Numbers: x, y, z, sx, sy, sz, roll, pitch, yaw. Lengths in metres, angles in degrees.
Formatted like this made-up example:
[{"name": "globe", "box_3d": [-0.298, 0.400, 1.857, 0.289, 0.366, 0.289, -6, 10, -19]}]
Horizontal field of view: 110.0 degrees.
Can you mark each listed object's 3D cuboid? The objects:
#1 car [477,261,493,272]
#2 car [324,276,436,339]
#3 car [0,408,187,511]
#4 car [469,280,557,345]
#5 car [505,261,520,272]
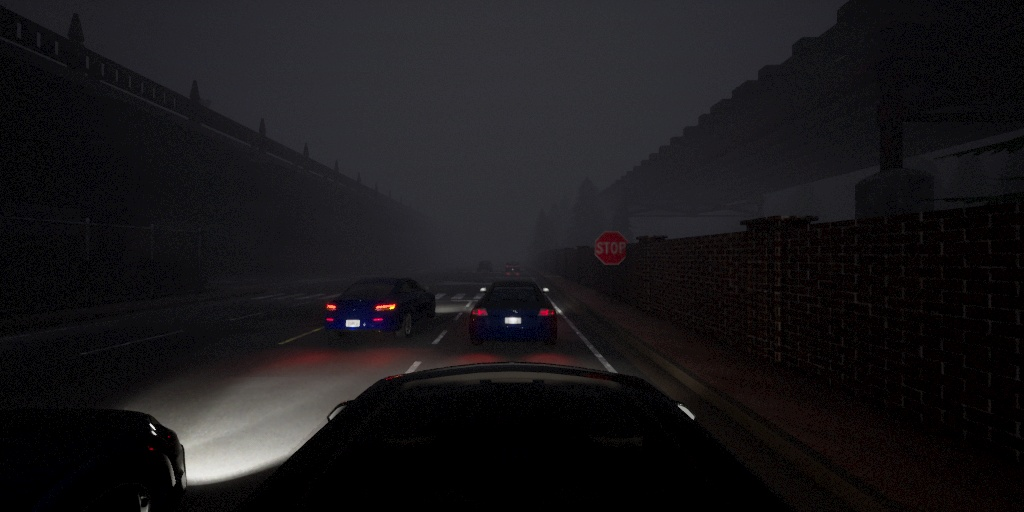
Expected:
[{"name": "car", "box_3d": [-3.430, 1.297, 46.037, 2.033, 1.411, 5.357, 0, 0, -1]}, {"name": "car", "box_3d": [-3.420, 1.276, 9.993, 1.812, 1.442, 4.674, 0, 0, 0]}, {"name": "car", "box_3d": [-3.399, 1.314, 0.897, 1.994, 1.385, 4.181, 0, 0, 0]}, {"name": "car", "box_3d": [0.062, 1.314, 9.473, 1.994, 1.385, 4.181, 0, 0, 1]}, {"name": "car", "box_3d": [0.064, 1.351, 46.239, 1.895, 1.301, 4.718, 0, 0, -1]}]
